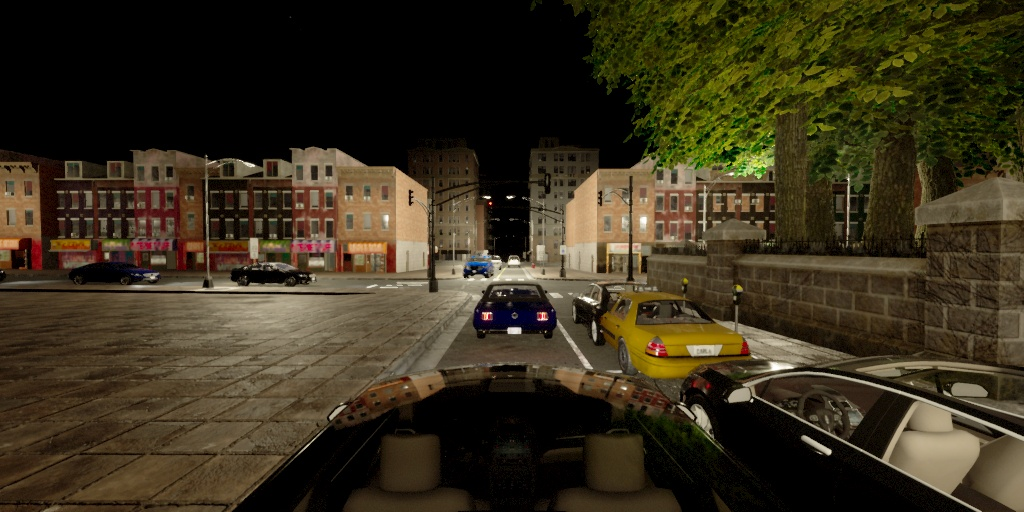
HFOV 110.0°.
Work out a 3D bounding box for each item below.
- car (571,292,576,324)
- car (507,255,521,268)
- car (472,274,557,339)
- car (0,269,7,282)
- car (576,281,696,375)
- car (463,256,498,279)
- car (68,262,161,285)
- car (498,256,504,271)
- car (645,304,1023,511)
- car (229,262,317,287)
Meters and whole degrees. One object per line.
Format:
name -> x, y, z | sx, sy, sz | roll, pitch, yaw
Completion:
car -> 2.658, 1.299, 9.262 | 2.007, 1.370, 4.403 | 0, 0, 0
car -> 0.380, 1.012, 63.734 | 2.150, 2.045, 5.566 | 0, 0, 0
car -> 0.072, 1.349, 10.066 | 1.895, 1.301, 4.718 | 0, 0, 0
car -> -35.283, 0.970, 22.768 | 4.674, 1.442, 1.812 | 1, 1, 1
car -> 2.684, 1.274, 7.289 | 1.751, 1.417, 4.829 | 0, 0, 0
car -> -2.970, 0.976, 33.085 | 2.150, 2.045, 5.566 | 0, 0, 5
car -> -25.140, 1.084, 22.740 | 4.674, 1.442, 1.812 | 1, 1, 0
car -> -2.654, 0.998, 51.767 | 2.150, 2.045, 5.566 | 0, 0, 1
car -> 2.637, 1.300, 2.127 | 2.007, 1.370, 4.403 | 0, 0, 0
car -> -15.035, 1.161, 22.721 | 4.902, 1.511, 2.128 | 1, 1, 0
